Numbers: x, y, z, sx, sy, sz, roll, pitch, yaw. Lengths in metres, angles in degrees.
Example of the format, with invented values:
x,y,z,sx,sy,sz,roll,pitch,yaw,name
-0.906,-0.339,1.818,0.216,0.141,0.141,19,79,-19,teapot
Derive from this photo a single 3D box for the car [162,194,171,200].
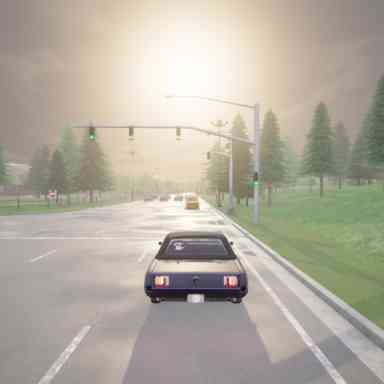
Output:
x,y,z,sx,sy,sz,roll,pitch,yaw,name
-6.844,1.370,90.836,2.033,1.411,5.357,0,0,0,car

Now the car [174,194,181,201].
x,y,z,sx,sy,sz,roll,pitch,yaw,name
-3.361,1.543,80.827,1.994,1.385,4.181,0,0,0,car

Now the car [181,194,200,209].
x,y,z,sx,sy,sz,roll,pitch,yaw,name
-0.050,1.083,46.304,1.882,1.535,5.008,-3,17,-3,car

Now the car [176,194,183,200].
x,y,z,sx,sy,sz,roll,pitch,yaw,name
-3.344,1.354,90.830,1.812,1.442,4.674,0,0,0,car

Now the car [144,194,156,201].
x,y,z,sx,sy,sz,roll,pitch,yaw,name
-10.362,1.529,80.422,2.033,1.411,5.357,0,0,0,car

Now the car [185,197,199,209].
x,y,z,sx,sy,sz,roll,pitch,yaw,name
0.029,1.575,49.784,2.033,1.411,5.357,-1,1,1,car

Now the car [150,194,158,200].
x,y,z,sx,sy,sz,roll,pitch,yaw,name
-10.344,1.330,90.842,1.837,1.490,4.892,0,0,0,car

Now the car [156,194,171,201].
x,y,z,sx,sy,sz,roll,pitch,yaw,name
-6.862,1.529,80.416,2.033,1.411,5.357,0,0,0,car

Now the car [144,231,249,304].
x,y,z,sx,sy,sz,roll,pitch,yaw,name
0.093,1.601,8.116,1.895,1.301,4.718,0,0,0,car
